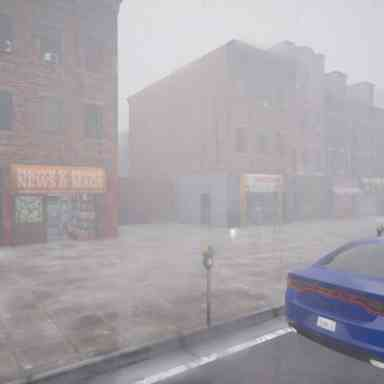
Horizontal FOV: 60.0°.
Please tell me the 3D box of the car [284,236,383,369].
[{"bbox_3d":[3.684,1.478,5.539,5.008,1.535,1.882,0,0,-35],"label":"car"}]
